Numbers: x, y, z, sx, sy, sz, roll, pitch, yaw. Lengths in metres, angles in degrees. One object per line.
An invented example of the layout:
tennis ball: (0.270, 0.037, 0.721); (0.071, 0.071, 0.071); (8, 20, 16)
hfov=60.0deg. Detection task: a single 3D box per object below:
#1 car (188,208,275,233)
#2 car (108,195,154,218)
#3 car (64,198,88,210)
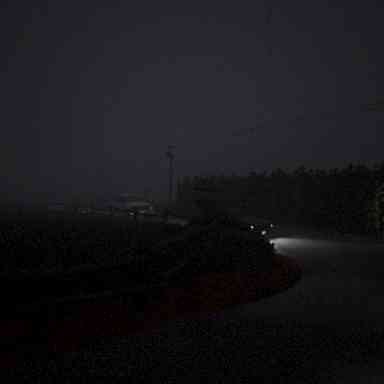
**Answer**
car: (1.912, 1.562, 18.054); (2.033, 1.411, 5.357); (0, 0, -36)
car: (-5.288, 1.237, 28.203); (2.150, 2.045, 5.566); (0, 0, -35)
car: (-14.364, 1.506, 41.053); (2.128, 1.511, 4.902); (0, 0, -35)
